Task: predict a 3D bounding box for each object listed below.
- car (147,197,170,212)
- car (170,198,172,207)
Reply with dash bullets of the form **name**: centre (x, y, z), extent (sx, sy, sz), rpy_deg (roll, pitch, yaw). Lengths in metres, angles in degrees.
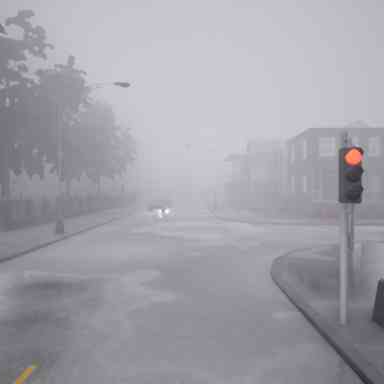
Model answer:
- **car**: centre (-4.052, 1.526, 39.263), extent (2.033, 1.411, 5.357), rpy_deg (0, 0, 0)
- **car**: centre (-4.018, 1.463, 49.896), extent (2.128, 1.511, 4.902), rpy_deg (0, 0, 1)
